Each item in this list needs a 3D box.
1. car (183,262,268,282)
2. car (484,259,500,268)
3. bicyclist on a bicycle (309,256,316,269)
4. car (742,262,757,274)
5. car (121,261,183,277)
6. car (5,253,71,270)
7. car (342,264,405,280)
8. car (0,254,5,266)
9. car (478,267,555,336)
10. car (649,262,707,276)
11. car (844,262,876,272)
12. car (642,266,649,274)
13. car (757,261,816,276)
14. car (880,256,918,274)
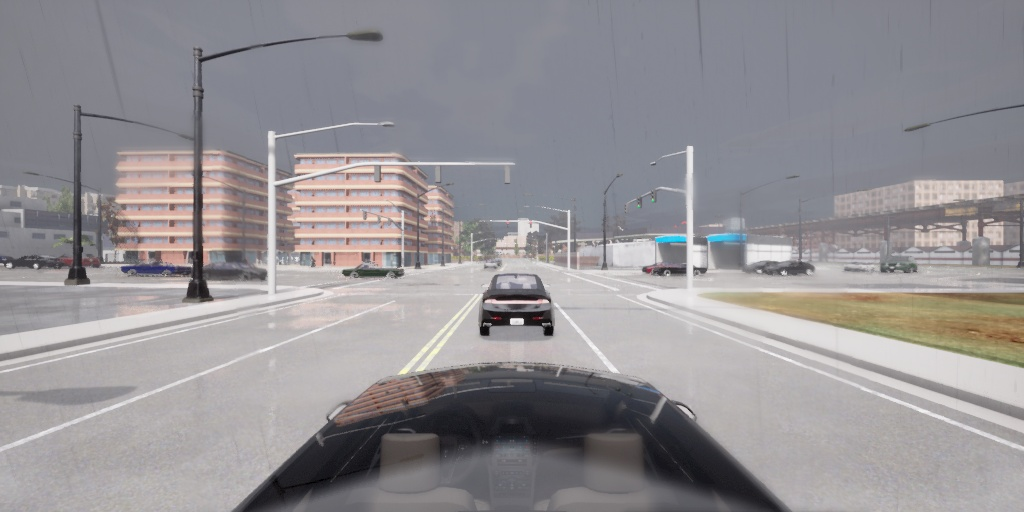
[{"bbox_3d":[-20.575,1.170,26.507,5.357,1.411,2.033,1,0,1],"label":"car"},{"bbox_3d":[-3.347,1.351,55.931,1.895,1.301,4.718,0,0,0],"label":"car"},{"bbox_3d":[-25.949,0.844,46.637,0.582,1.620,1.656,1,0,1],"label":"bicyclist on a bicycle"},{"bbox_3d":[27.891,1.255,39.516,4.892,1.490,1.837,0,0,-8],"label":"car"},{"bbox_3d":[-29.733,1.090,30.240,4.718,1.301,1.895,1,0,1],"label":"car"},{"bbox_3d":[-50.395,0.628,37.891,4.892,1.490,1.837,1,0,2],"label":"car"},{"bbox_3d":[-11.523,1.298,30.080,4.718,1.301,1.895,0,0,-5],"label":"car"},{"bbox_3d":[-42.348,0.761,27.055,4.902,1.511,2.128,1,0,2],"label":"car"},{"bbox_3d":[0.117,1.242,10.365,2.128,1.511,4.902,0,0,0],"label":"car"},{"bbox_3d":[16.619,1.351,35.681,4.718,1.301,1.895,0,0,0],"label":"car"},{"bbox_3d":[43.486,1.351,44.874,4.718,1.301,1.895,0,0,-31],"label":"car"},{"bbox_3d":[16.456,1.314,39.209,4.181,1.385,1.994,0,0,1],"label":"car"},{"bbox_3d":[27.804,1.254,35.995,4.892,1.490,1.837,0,0,-8],"label":"car"},{"bbox_3d":[45.217,0.976,41.841,5.566,2.045,2.150,1,0,-31],"label":"car"}]
